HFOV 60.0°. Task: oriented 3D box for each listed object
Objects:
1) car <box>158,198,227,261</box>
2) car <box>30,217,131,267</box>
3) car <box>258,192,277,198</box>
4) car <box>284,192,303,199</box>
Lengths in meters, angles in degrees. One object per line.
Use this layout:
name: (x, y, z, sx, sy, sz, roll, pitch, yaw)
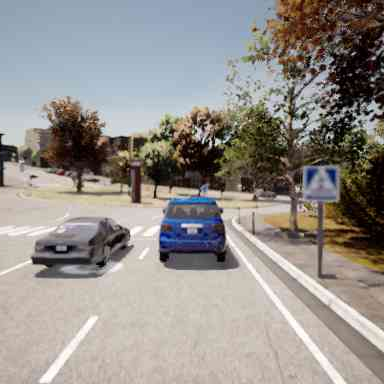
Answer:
car: (0.037, 1.225, 12.426, 2.150, 2.045, 5.566, 0, 0, 1)
car: (-3.474, 1.551, 11.412, 2.033, 1.411, 5.357, 0, 0, 1)
car: (16.024, 0.589, 71.390, 2.033, 1.411, 5.357, -1, 2, -23)
car: (20.620, 0.559, 67.699, 2.128, 1.511, 4.902, 0, 2, -15)
